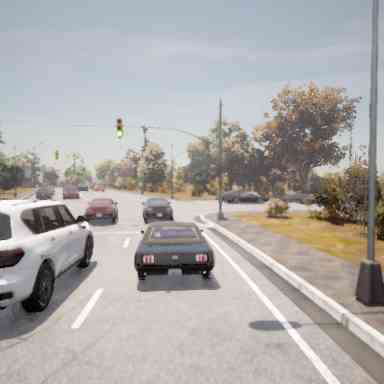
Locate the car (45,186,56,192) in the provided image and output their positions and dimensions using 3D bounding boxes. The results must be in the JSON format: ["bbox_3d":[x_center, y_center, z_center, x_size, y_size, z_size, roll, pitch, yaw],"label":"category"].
[{"bbox_3d":[-30.928,-0.697,72.676,1.994,1.385,4.181,-1,2,-22],"label":"car"}]

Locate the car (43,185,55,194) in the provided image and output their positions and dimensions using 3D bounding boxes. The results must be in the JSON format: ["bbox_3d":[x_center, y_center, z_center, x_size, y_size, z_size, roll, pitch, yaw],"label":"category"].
[{"bbox_3d":[-27.210,-0.465,63.479,1.882,1.535,5.008,-1,2,-22],"label":"car"}]

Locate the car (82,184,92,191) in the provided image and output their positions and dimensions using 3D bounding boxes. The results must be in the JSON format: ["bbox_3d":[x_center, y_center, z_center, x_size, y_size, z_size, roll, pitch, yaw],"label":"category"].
[{"bbox_3d":[-24.829,-0.904,76.262,1.882,1.535,5.008,-1,2,-22],"label":"car"}]

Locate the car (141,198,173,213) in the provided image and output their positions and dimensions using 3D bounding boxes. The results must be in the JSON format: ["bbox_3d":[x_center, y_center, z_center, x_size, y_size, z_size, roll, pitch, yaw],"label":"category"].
[{"bbox_3d":[-2.327,1.084,21.858,1.812,1.442,4.674,0,2,-10],"label":"car"}]

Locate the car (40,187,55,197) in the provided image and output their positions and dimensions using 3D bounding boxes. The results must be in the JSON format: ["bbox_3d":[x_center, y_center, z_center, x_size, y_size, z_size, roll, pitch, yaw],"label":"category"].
[{"bbox_3d":[-23.570,-0.061,54.296,1.994,1.385,4.181,-1,2,-21],"label":"car"}]

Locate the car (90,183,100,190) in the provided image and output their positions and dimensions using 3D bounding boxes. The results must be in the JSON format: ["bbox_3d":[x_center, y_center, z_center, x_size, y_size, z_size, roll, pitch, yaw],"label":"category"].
[{"bbox_3d":[-25.455,-1.471,87.179,2.097,1.767,4.553,-1,2,-22],"label":"car"}]

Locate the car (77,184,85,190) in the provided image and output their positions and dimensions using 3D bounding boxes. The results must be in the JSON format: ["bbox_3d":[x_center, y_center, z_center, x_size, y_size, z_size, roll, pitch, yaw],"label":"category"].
[{"bbox_3d":[-28.716,-1.279,85.915,1.837,1.490,4.892,-1,2,-22],"label":"car"}]

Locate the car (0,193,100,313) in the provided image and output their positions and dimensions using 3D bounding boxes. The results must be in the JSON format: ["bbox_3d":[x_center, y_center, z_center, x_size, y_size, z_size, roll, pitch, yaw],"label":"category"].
[{"bbox_3d":[-3.886,1.175,7.652,2.150,2.045,5.566,0,1,-4],"label":"car"}]

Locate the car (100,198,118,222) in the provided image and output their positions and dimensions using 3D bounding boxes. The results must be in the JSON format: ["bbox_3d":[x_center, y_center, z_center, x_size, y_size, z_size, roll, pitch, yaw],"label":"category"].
[{"bbox_3d":[-5.837,1.094,21.621,1.812,1.442,4.674,0,2,-11],"label":"car"}]

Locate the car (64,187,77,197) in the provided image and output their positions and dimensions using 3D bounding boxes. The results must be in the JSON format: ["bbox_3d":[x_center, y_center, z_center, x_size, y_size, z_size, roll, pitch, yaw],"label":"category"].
[{"bbox_3d":[-19.842,-0.028,54.355,1.895,1.301,4.718,-1,2,-21],"label":"car"}]

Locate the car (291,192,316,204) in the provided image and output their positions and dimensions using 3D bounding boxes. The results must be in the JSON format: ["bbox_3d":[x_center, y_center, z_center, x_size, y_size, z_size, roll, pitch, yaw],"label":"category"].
[{"bbox_3d":[15.333,0.847,40.784,5.357,1.411,2.033,2,1,-19],"label":"car"}]

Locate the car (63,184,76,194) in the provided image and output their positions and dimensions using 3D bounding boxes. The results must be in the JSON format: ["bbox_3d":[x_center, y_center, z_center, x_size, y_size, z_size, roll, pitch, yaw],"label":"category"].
[{"bbox_3d":[-23.475,-0.600,63.572,2.097,1.767,4.553,-1,2,-22],"label":"car"}]

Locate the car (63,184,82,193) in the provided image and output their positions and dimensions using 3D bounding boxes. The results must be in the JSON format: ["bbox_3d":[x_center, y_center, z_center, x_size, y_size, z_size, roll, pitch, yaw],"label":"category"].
[{"bbox_3d":[-16.666,0.030,45.939,2.097,1.767,4.553,-1,2,-20],"label":"car"}]

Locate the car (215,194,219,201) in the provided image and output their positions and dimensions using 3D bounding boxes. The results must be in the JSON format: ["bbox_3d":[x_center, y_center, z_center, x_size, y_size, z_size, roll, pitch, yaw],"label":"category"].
[{"bbox_3d":[5.226,0.486,41.061,4.892,1.490,1.837,1,2,-19],"label":"car"}]

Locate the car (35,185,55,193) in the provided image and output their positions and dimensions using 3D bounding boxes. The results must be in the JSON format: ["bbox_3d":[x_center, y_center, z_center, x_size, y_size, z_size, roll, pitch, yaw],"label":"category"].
[{"bbox_3d":[-20.422,0.183,45.970,1.837,1.490,4.892,-1,2,-20],"label":"car"}]

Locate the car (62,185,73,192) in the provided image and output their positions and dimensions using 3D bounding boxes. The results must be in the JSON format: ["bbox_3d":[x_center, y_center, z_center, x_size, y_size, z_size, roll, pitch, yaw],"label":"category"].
[{"bbox_3d":[-27.254,-0.737,72.926,2.128,1.511,4.902,-1,2,-22],"label":"car"}]

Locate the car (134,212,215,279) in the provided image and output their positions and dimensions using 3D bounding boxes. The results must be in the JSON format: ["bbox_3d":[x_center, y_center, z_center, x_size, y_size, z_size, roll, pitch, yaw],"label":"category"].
[{"bbox_3d":[-0.582,1.511,9.834,1.895,1.301,4.718,0,1,-5],"label":"car"}]

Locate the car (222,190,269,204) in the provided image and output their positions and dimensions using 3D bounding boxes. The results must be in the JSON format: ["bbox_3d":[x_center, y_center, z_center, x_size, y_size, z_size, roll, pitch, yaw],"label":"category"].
[{"bbox_3d":[6.183,0.702,37.697,4.718,1.301,1.895,1,2,-19],"label":"car"}]

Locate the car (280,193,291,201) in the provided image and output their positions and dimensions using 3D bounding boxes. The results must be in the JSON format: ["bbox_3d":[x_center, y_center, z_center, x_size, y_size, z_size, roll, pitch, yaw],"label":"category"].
[{"bbox_3d":[13.672,0.724,43.903,4.181,1.385,1.994,2,1,-18],"label":"car"}]

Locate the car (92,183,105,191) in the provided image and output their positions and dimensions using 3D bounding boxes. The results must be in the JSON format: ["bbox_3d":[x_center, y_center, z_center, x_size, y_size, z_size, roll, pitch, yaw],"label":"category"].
[{"bbox_3d":[-21.728,-1.084,77.924,2.097,1.767,4.553,-1,2,-22],"label":"car"}]
